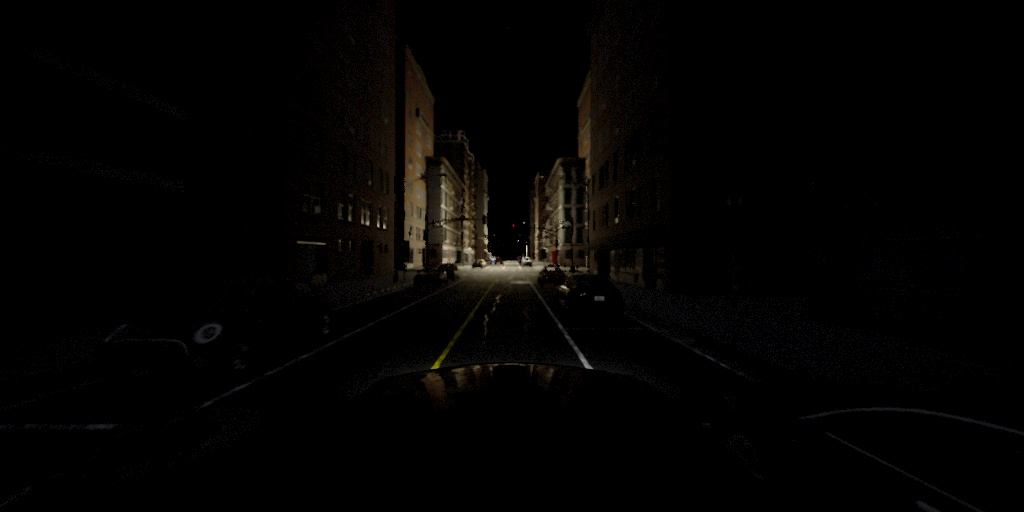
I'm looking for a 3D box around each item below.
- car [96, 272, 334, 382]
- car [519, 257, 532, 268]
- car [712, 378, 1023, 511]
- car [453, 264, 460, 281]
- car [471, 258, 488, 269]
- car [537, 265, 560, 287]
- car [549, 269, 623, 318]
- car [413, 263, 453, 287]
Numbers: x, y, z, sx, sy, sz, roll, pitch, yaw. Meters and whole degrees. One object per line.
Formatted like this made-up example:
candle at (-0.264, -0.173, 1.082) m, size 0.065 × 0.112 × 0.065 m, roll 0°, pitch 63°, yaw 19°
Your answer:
car at (-5.388, 1.189, 7.182) m, size 1.967 × 1.591 × 4.097 m, roll 0°, pitch 0°, yaw 0°
car at (2.641, 1.281, 62.192) m, size 2.007 × 1.370 × 4.403 m, roll 0°, pitch 0°, yaw 0°
car at (2.637, 1.301, 1.504) m, size 2.007 × 1.370 × 4.403 m, roll 0°, pitch 0°, yaw 0°
car at (-5.387, 1.294, 29.909) m, size 2.007 × 1.370 × 4.403 m, roll 0°, pitch 0°, yaw 0°
car at (-5.389, 1.283, 56.785) m, size 2.007 × 1.370 × 4.403 m, roll 0°, pitch 0°, yaw 0°
car at (2.638, 1.271, 24.399) m, size 1.751 × 1.417 × 4.829 m, roll 0°, pitch 0°, yaw 0°
car at (2.637, 1.314, 12.866) m, size 1.948 × 1.339 × 4.313 m, roll 0°, pitch 0°, yaw 0°
car at (-5.388, 1.328, 24.228) m, size 1.802 × 1.307 × 4.207 m, roll 0°, pitch 0°, yaw 0°
